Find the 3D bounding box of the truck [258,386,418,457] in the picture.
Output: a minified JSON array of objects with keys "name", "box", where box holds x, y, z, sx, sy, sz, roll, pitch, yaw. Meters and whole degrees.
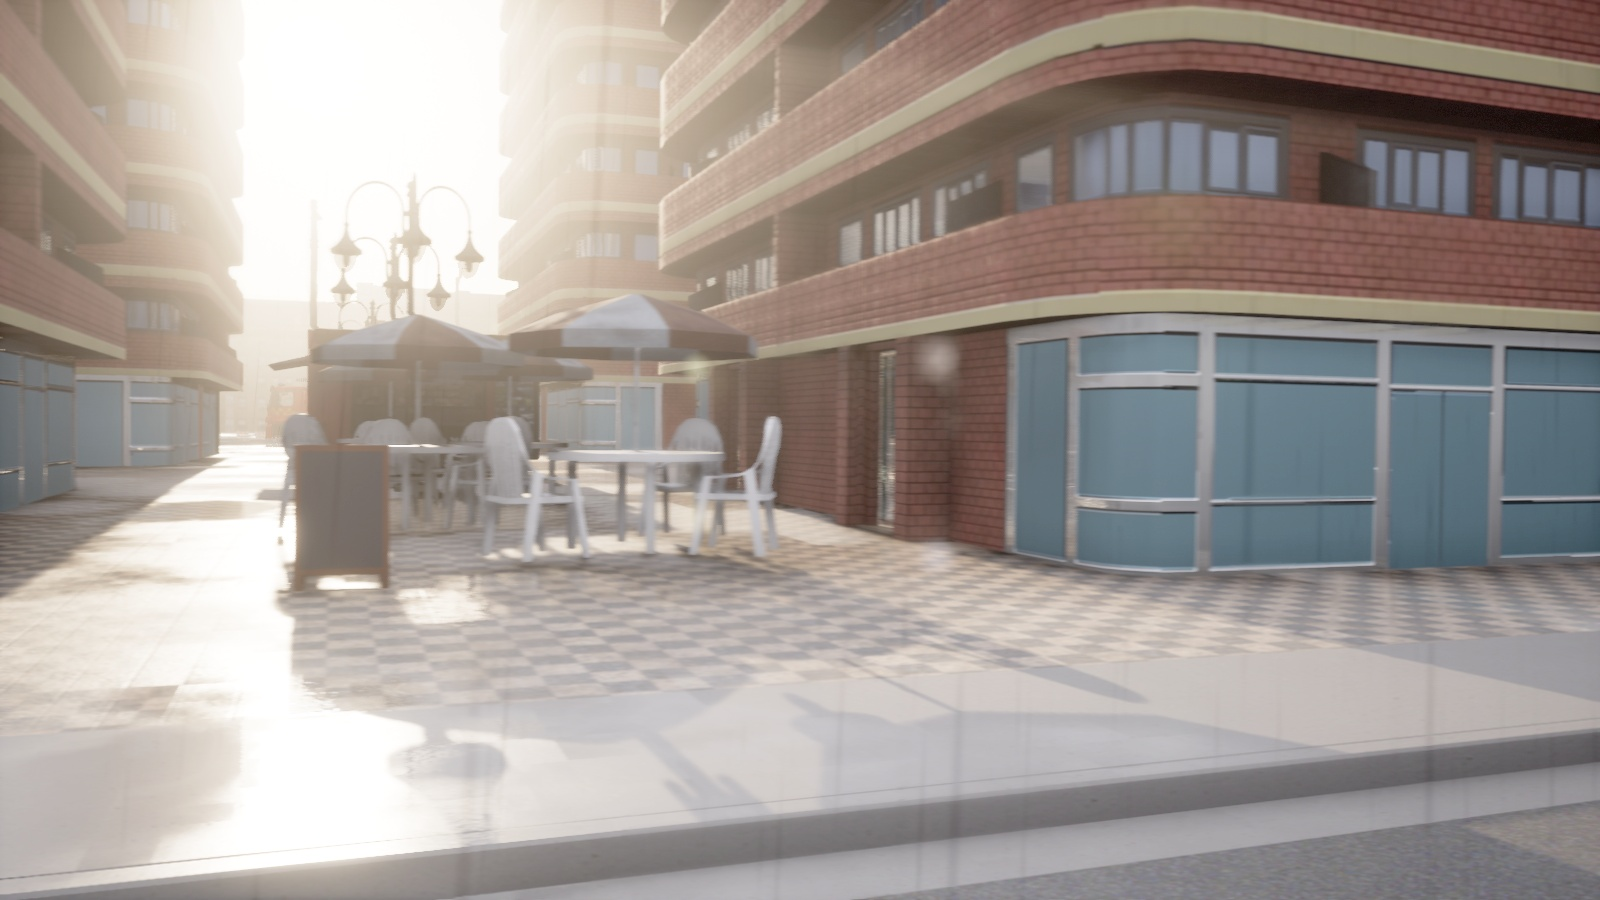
[{"name":"truck","box":[-26.797,-1.666,73.129,8.468,3.827,2.891,-2,1,-21]}]
